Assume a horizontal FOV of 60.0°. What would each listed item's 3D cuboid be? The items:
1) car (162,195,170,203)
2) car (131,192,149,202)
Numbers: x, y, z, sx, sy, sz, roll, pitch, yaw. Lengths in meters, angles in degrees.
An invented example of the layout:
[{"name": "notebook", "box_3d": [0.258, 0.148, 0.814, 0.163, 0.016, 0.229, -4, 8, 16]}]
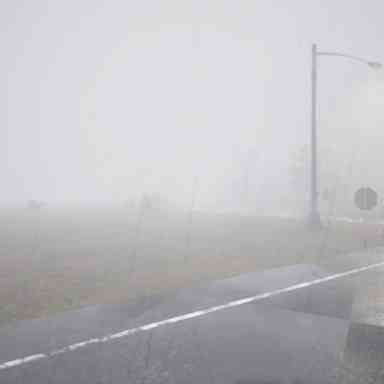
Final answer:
[{"name": "car", "box_3d": [-5.712, 1.264, 58.708, 1.837, 1.490, 4.892, 0, 0, -33]}, {"name": "car", "box_3d": [-10.188, 0.969, 65.324, 2.150, 2.045, 5.566, 0, 0, -34]}]
